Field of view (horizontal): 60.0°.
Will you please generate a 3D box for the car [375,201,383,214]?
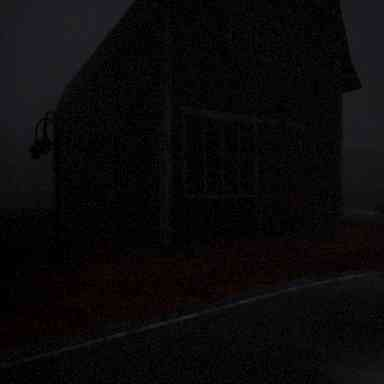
[{"bbox_3d":[18.644,1.185,30.057,2.097,1.767,4.553,0,0,-3],"label":"car"}]
